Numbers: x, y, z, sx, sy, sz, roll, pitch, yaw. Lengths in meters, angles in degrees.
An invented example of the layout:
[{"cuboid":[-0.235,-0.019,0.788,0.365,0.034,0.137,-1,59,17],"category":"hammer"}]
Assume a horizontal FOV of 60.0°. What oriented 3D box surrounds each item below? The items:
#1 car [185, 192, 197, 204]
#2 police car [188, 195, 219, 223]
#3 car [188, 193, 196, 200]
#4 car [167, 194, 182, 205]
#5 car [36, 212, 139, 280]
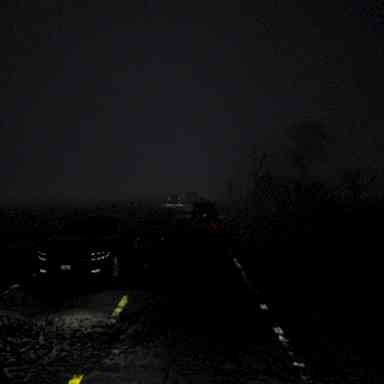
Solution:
[{"cuboid":[0.034,0.929,57.700,2.150,2.045,5.566,0,0,0],"category":"car"},{"cuboid":[0.840,1.289,24.043,1.930,1.638,5.238,0,0,0],"category":"police car"},{"cuboid":[0.045,1.011,76.439,1.882,1.535,5.008,0,0,0],"category":"car"},{"cuboid":[-2.783,1.076,53.451,2.097,1.767,4.553,0,0,0],"category":"car"},{"cuboid":[-2.843,1.417,9.999,1.882,1.535,5.008,0,0,0],"category":"car"}]
